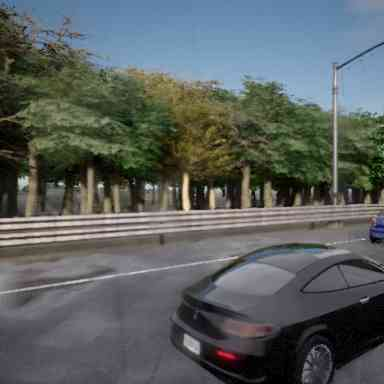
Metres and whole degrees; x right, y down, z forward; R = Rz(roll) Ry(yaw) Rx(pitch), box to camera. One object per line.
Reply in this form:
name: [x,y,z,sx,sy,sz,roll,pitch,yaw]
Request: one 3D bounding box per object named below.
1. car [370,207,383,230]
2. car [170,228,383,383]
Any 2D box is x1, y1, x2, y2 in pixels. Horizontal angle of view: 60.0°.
car: [9.873,1.341,14.621,4.553,1.767,2.097,0,0,-33]
car: [1.887,1.519,5.026,4.674,1.442,1.812,0,0,-35]
